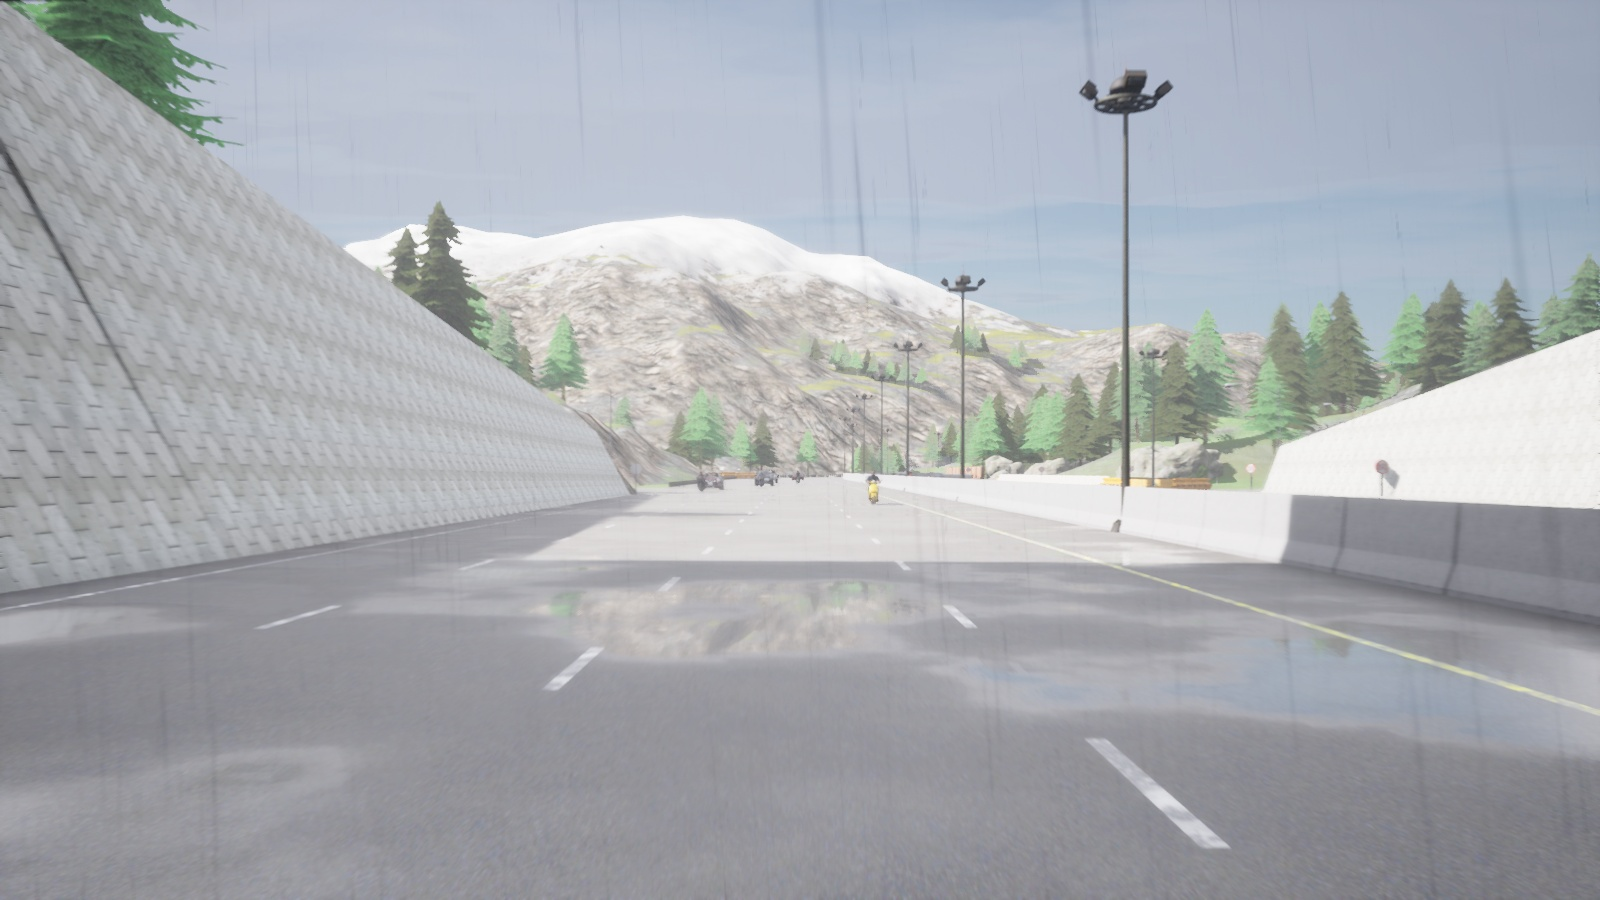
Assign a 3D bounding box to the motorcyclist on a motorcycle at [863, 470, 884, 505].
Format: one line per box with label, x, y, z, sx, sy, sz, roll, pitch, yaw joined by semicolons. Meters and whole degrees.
motorcyclist on a motorcycle;3.418;1.727;58.317;0.866;1.590;1.817;0;-1;0
